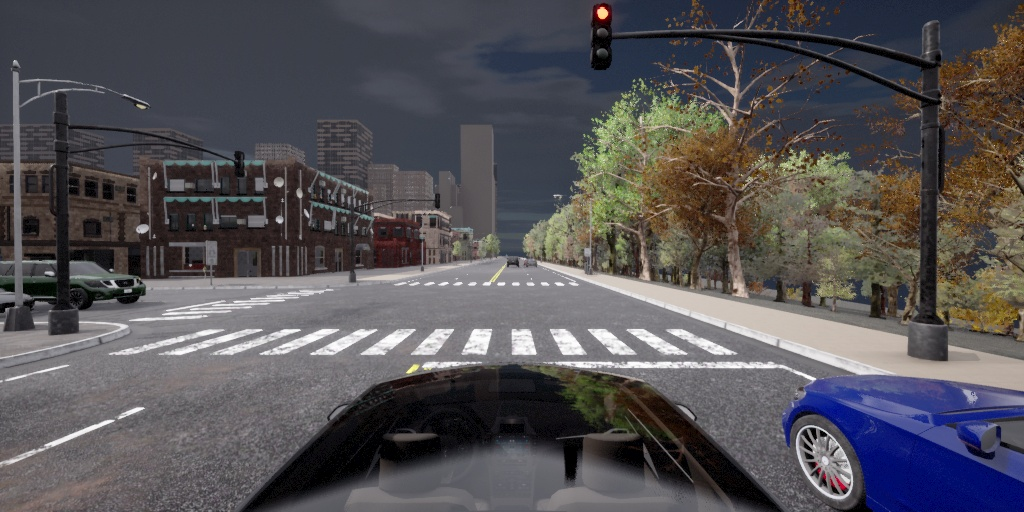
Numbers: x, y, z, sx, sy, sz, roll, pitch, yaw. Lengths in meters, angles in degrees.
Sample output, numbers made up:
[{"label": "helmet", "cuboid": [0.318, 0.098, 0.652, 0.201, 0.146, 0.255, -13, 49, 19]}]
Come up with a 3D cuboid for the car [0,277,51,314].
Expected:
[{"label": "car", "cuboid": [-19.927, 1.565, 12.764, 4.313, 1.339, 1.948, 0, 0, 0]}]

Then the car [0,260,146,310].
[{"label": "car", "cuboid": [-19.312, 1.186, 15.465, 5.566, 2.045, 2.150, -1, 1, 0]}]

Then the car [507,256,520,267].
[{"label": "car", "cuboid": [0.214, 0.948, 63.707, 2.150, 2.045, 5.566, 0, 0, 1]}]

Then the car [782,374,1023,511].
[{"label": "car", "cuboid": [3.346, 1.276, 1.324, 1.812, 1.442, 4.674, 0, 0, 2]}]

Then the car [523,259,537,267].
[{"label": "car", "cuboid": [3.466, 1.218, 63.868, 2.128, 1.511, 4.902, 0, 0, 0]}]
